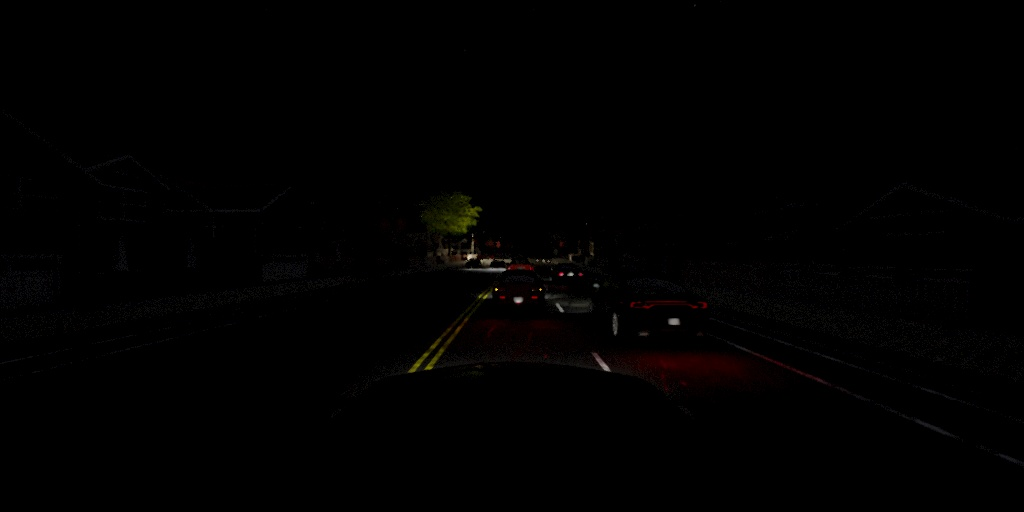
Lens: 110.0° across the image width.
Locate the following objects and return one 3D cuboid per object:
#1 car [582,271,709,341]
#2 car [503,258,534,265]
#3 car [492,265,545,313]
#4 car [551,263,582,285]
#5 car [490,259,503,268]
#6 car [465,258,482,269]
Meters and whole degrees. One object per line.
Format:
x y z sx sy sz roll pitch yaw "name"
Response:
3.387 1.190 9.824 1.882 1.535 5.008 0 0 2 "car"
0.664 0.956 28.392 2.097 1.767 4.553 0 0 2 "car"
0.252 1.216 13.661 1.812 1.442 4.674 0 0 1 "car"
3.788 1.177 24.886 2.033 1.411 5.357 0 0 2 "car"
-2.030 1.056 51.642 1.895 1.301 4.718 0 0 2 "car"
-5.322 1.007 50.595 2.033 1.411 5.357 0 0 2 "car"
